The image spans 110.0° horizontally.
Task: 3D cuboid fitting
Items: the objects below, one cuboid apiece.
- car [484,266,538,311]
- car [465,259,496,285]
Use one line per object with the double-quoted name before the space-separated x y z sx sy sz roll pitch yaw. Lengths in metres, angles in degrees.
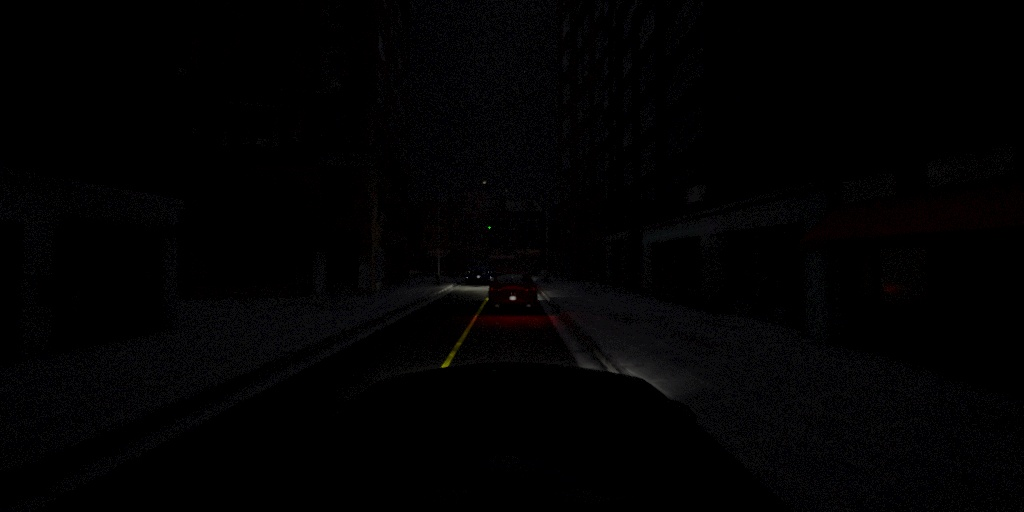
"car" 0.053 1.372 15.313 1.882 1.535 5.008 0 0 0
"car" -2.532 1.273 30.150 2.150 2.045 5.566 0 -1 1
